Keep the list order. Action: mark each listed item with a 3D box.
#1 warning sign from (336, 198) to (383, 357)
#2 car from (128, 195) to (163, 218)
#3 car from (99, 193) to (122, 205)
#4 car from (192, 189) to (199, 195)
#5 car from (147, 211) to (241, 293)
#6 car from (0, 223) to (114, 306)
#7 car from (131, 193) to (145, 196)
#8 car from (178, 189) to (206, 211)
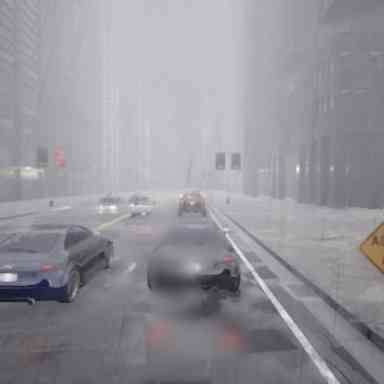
[{"bbox_3d":[2.838,1.028,4.489,1.300,1.860,1.060,0,1,0],"label":"warning sign"},{"bbox_3d":[-3.238,1.138,24.531,1.895,1.301,4.718,0,1,0],"label":"car"},{"bbox_3d":[-9.954,0.831,40.916,1.895,1.301,4.718,0,1,0],"label":"car"},{"bbox_3d":[0.898,-0.099,84.479,1.882,1.535,5.008,0,1,0],"label":"car"},{"bbox_3d":[0.049,1.402,8.468,1.994,1.385,4.181,0,1,0],"label":"car"},{"bbox_3d":[-3.200,1.415,7.784,1.994,1.385,4.181,0,1,0],"label":"car"},{"bbox_3d":[-6.703,0.775,41.914,1.994,1.385,4.181,0,1,0],"label":"car"},{"bbox_3d":[0.010,0.852,26.434,2.097,1.767,4.553,0,1,0],"label":"car"}]
